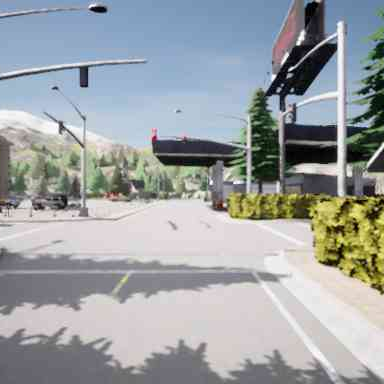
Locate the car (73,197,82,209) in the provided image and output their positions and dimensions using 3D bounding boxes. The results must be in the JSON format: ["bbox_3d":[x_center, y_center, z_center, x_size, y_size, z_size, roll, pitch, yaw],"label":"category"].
[{"bbox_3d":[-16.206,1.483,43.049,3.806,1.475,1.970,0,0,-1],"label":"car"}]

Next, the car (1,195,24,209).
[{"bbox_3d":[-24.685,1.219,42.957,4.605,1.855,1.932,0,0,-1],"label":"car"}]

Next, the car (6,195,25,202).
[{"bbox_3d":[-42.585,1.600,80.264,3.633,1.501,1.845,0,0,-1],"label":"car"}]

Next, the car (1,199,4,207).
[{"bbox_3d":[-14.896,1.359,20.778,4.892,1.490,1.837,0,0,-2],"label":"car"}]

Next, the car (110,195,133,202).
[{"bbox_3d":[-16.479,1.549,77.305,5.027,1.636,2.152,0,0,-1],"label":"car"}]

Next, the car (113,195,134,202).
[{"bbox_3d":[-16.552,1.567,80.442,4.514,1.523,2.007,0,0,-1],"label":"car"}]

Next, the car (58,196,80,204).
[{"bbox_3d":[-24.076,1.505,65.410,3.633,1.501,1.845,0,0,-1],"label":"car"}]

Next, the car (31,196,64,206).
[{"bbox_3d":[-24.054,1.455,55.417,4.514,1.523,2.007,0,0,-1],"label":"car"}]

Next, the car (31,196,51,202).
[{"bbox_3d":[-35.145,1.603,77.331,3.806,1.475,1.970,0,0,-1],"label":"car"}]

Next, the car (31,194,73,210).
[{"bbox_3d":[-16.796,1.189,39.721,3.866,1.878,1.905,0,0,-1],"label":"car"}]
